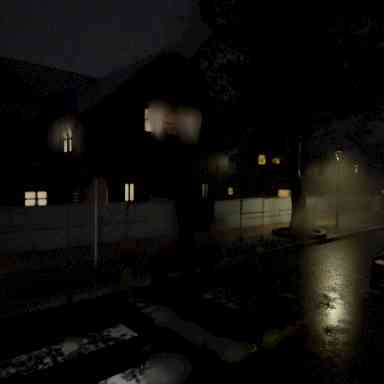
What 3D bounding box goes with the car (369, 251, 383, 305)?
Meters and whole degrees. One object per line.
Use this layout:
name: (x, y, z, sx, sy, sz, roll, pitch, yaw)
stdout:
car: (5.299, 1.427, 6.749, 4.902, 1.511, 2.128, 0, 2, -42)
